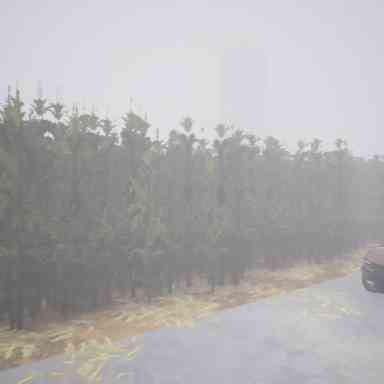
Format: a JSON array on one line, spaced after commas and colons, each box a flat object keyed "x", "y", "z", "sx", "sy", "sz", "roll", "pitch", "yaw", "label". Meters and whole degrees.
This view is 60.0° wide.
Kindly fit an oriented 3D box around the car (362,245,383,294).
[{"x": 5.916, "y": 1.486, "z": 7.788, "sx": 5.008, "sy": 1.535, "sz": 1.882, "roll": 0, "pitch": 0, "yaw": -36, "label": "car"}]
